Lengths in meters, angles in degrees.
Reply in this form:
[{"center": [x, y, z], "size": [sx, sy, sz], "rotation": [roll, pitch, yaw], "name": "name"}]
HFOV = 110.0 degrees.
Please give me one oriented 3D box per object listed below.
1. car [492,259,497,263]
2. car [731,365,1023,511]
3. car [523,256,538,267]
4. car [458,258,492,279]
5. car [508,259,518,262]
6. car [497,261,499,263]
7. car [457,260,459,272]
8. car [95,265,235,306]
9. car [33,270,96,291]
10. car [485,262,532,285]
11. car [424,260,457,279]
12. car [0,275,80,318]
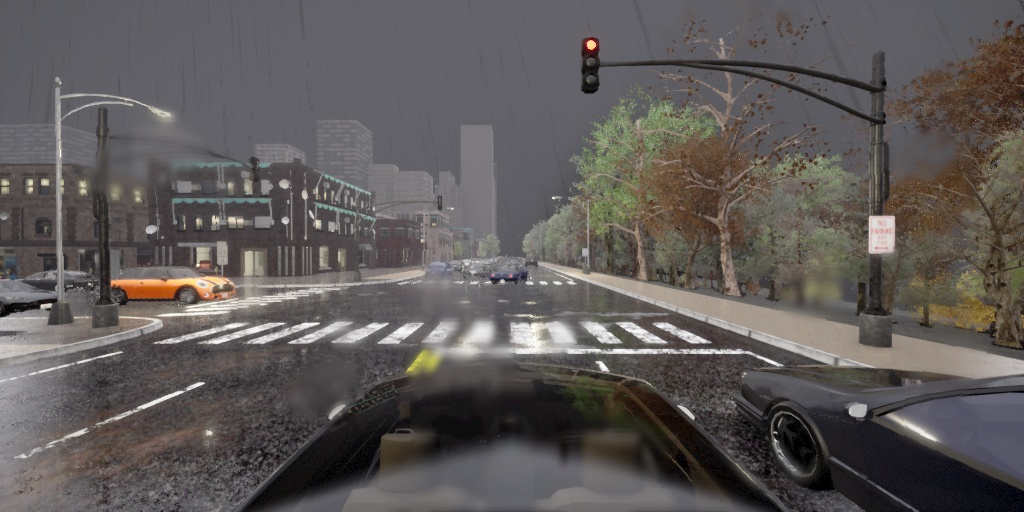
[{"center": [-3.292, 1.227, 42.373], "size": [2.128, 1.511, 4.902], "rotation": [0, 0, 0], "name": "car"}, {"center": [3.350, 1.297, 1.504], "size": [2.033, 1.411, 5.357], "rotation": [0, 0, 0], "name": "car"}, {"center": [3.428, 0.947, 64.252], "size": [2.150, 2.045, 5.566], "rotation": [0, 0, 0], "name": "car"}, {"center": [-3.305, 1.232, 32.968], "size": [2.128, 1.511, 4.902], "rotation": [0, 0, 0], "name": "car"}, {"center": [0.182, 1.289, 64.552], "size": [1.994, 1.385, 4.181], "rotation": [0, 0, 0], "name": "car"}, {"center": [-3.278, 1.223, 51.776], "size": [2.128, 1.511, 4.902], "rotation": [0, 0, 0], "name": "car"}, {"center": [-6.543, 1.241, 42.241], "size": [1.837, 1.490, 4.892], "rotation": [0, 0, 0], "name": "car"}, {"center": [-15.515, 1.271, 16.495], "size": [4.553, 1.767, 2.097], "rotation": [-1, 1, -2], "name": "car"}, {"center": [-28.255, 1.559, 22.204], "size": [4.403, 1.370, 2.007], "rotation": [0, 0, 0], "name": "car"}, {"center": [-0.126, 1.344, 25.960], "size": [1.895, 1.301, 4.718], "rotation": [0, 0, 14], "name": "car"}, {"center": [-6.557, 1.266, 32.981], "size": [1.812, 1.442, 4.674], "rotation": [0, 0, 0], "name": "car"}, {"center": [-19.932, 1.564, 13.681], "size": [4.313, 1.339, 1.948], "rotation": [0, 0, 0], "name": "car"}]
